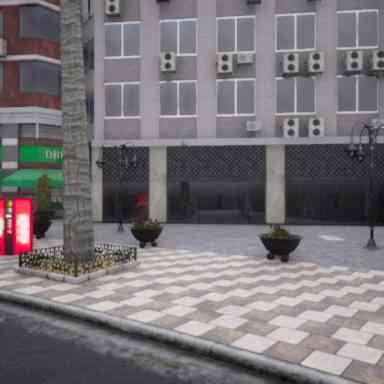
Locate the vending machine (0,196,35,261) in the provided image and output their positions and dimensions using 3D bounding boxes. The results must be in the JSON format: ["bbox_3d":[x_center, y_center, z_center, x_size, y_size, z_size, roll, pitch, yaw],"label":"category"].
[{"bbox_3d":[-6.203,1.190,11.454,0.880,2.100,1.100,0,0,23],"label":"vending machine"}]
